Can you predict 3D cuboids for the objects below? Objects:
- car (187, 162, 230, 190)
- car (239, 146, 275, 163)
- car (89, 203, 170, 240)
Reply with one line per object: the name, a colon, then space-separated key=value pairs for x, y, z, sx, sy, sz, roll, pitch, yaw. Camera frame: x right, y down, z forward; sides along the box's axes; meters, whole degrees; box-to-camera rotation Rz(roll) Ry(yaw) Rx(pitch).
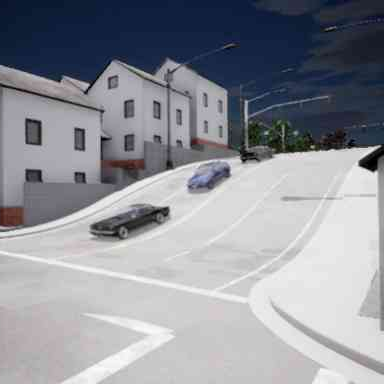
car: x=1.314 y=-1.367 z=24.976 sx=1.812 sy=1.442 sz=4.674 roll=-1 pitch=18 yaw=33
car: x=6.379 y=-3.736 z=32.354 sx=1.895 sy=1.301 sz=4.718 roll=-1 pitch=11 yaw=36
car: x=-3.307 y=1.443 z=18.174 sx=1.895 sy=1.301 sz=4.718 roll=-1 pitch=10 yaw=34
